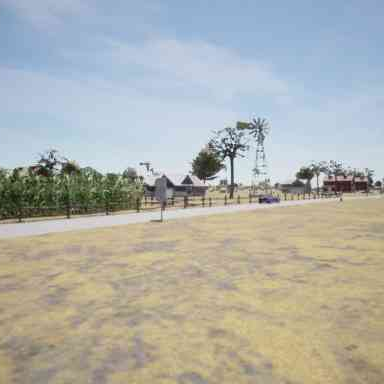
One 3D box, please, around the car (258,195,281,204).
[{"bbox_3d":[11.981,1.145,51.482,1.895,1.301,4.718,0,0,36],"label":"car"}]
